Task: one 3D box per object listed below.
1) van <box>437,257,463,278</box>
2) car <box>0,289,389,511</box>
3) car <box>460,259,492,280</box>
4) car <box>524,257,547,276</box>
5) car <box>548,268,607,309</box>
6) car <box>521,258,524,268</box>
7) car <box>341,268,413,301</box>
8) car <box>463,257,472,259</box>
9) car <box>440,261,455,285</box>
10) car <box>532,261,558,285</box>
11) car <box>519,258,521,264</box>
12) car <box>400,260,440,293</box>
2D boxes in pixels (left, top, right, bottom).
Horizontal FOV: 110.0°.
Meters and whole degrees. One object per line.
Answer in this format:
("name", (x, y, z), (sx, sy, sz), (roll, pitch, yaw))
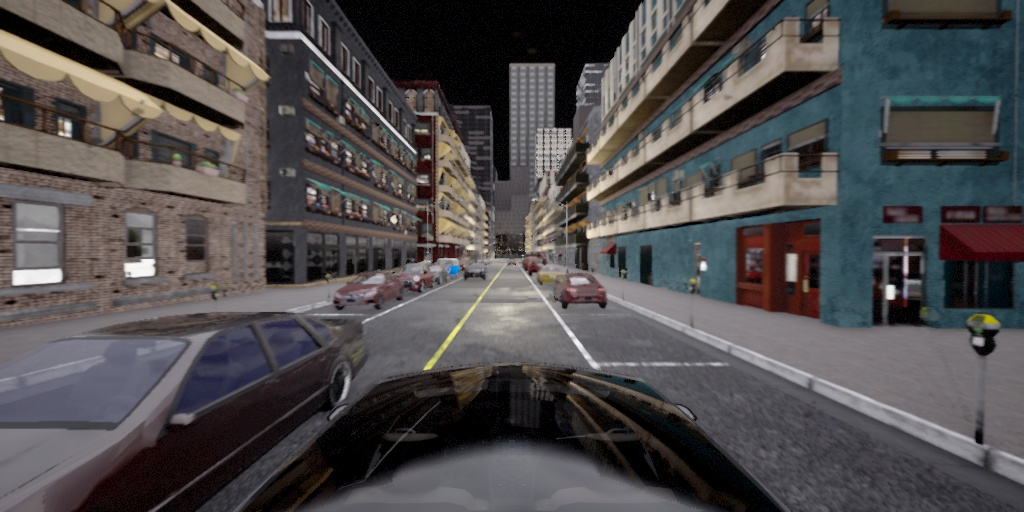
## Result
("van", (-5.659, 1.093, 31.522), (1.690, 1.789, 3.998), (0, 0, 0))
("car", (-3.100, 1.299, 3.340), (2.033, 1.411, 5.357), (0, 0, -1))
("car", (-3.001, 1.280, 30.722), (1.837, 1.490, 4.892), (0, 0, 0))
("car", (2.689, 1.063, 37.096), (2.192, 1.841, 5.009), (0, 0, 0))
("car", (2.690, 1.330, 14.688), (1.802, 1.307, 4.207), (0, 0, 0))
("car", (2.688, 1.063, 48.300), (2.192, 1.841, 5.009), (0, 0, 0))
("car", (-5.658, 1.335, 14.716), (1.802, 1.307, 4.207), (0, 0, 0))
("car", (-5.682, 1.067, 42.726), (2.192, 1.841, 5.009), (0, 0, 0))
("car", (-5.659, 1.303, 25.920), (2.007, 1.370, 4.403), (0, 0, 0))
("car", (2.689, 1.273, 26.062), (1.751, 1.417, 4.829), (0, 0, 0))
("car", (2.688, 1.064, 59.504), (2.192, 1.841, 5.009), (0, 0, 0))
("car", (-5.658, 1.192, 20.318), (1.967, 1.591, 4.097), (0, 0, 0))
